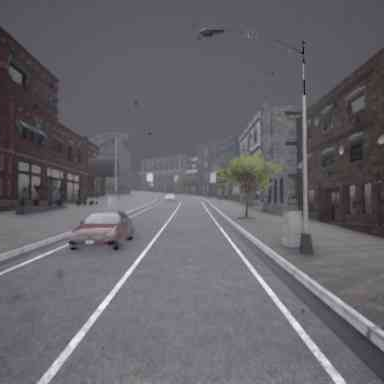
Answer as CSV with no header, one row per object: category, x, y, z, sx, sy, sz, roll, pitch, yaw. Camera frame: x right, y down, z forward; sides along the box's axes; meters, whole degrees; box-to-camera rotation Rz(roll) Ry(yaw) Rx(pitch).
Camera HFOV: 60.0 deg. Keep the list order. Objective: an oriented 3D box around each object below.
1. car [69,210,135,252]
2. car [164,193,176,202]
car,-3.604,1.511,14.061,1.812,1.442,4.674,0,0,0
car,-3.681,0.929,56.726,1.812,1.442,4.674,0,2,-1
